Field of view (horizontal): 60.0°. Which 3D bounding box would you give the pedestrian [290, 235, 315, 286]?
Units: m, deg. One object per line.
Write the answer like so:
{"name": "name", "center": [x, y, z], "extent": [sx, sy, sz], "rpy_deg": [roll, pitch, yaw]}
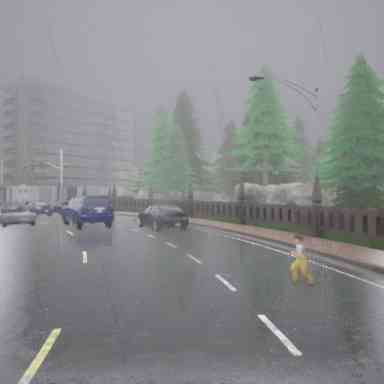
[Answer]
{"name": "pedestrian", "center": [2.605, 1.571, 7.894], "extent": [0.375, 1.300, 0.375], "rpy_deg": [0, 0, -11]}

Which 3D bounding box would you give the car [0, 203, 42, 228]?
{"name": "car", "center": [-11.894, 1.595, 22.216], "extent": [1.895, 1.301, 4.718], "rpy_deg": [0, 0, -40]}

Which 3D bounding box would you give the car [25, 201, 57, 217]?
{"name": "car", "center": [-14.532, 1.517, 30.563], "extent": [4.674, 1.442, 1.812], "rpy_deg": [0, 0, 39]}

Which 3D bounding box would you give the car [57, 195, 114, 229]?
{"name": "car", "center": [-6.913, 1.216, 21.775], "extent": [2.150, 2.045, 5.566], "rpy_deg": [0, 0, -34]}

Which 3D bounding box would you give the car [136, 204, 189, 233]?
{"name": "car", "center": [-1.875, 1.498, 19.957], "extent": [1.837, 1.490, 4.892], "rpy_deg": [1, 0, -27]}

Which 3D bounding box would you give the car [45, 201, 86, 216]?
{"name": "car", "center": [-12.674, 1.591, 33.164], "extent": [4.718, 1.301, 1.895], "rpy_deg": [0, 0, 43]}
